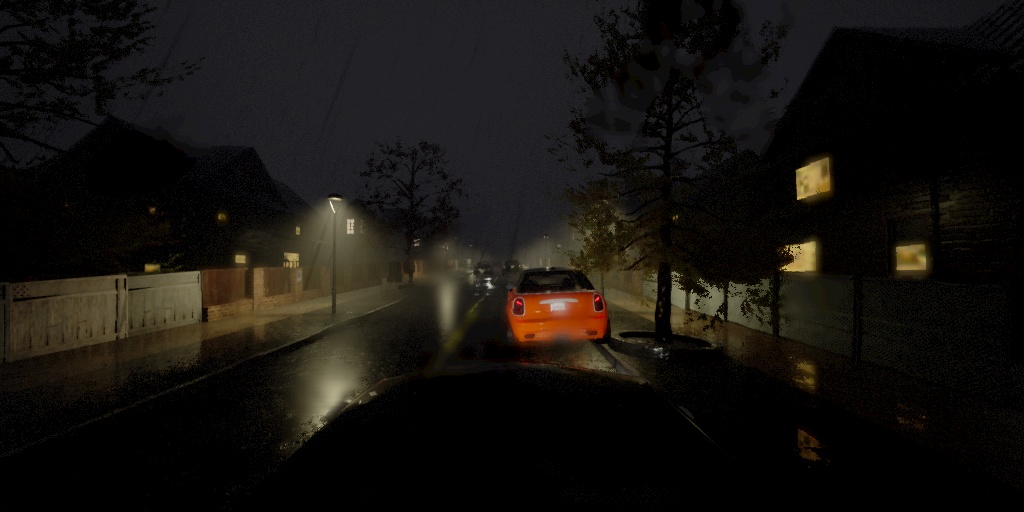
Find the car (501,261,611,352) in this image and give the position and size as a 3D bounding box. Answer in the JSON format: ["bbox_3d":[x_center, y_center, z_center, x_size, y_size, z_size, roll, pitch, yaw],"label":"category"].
[{"bbox_3d":[0.917,1.059,9.121,2.097,1.767,4.553,-3,-1,0],"label":"car"}]

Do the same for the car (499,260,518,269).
[{"bbox_3d":[0.043,1.163,37.951,2.097,1.767,4.553,0,0,0],"label":"car"}]

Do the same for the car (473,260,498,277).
[{"bbox_3d":[-2.885,1.301,37.213,2.128,1.511,4.902,0,0,0],"label":"car"}]
